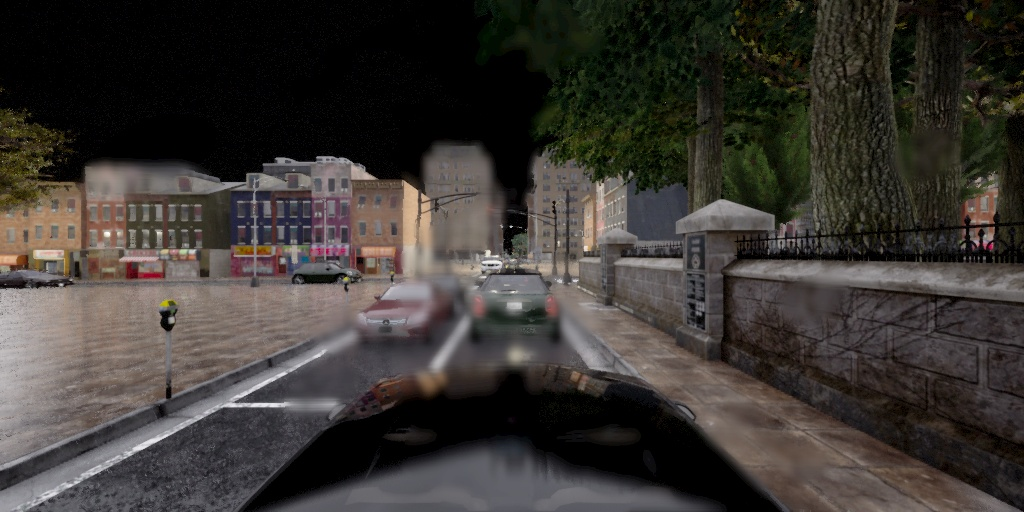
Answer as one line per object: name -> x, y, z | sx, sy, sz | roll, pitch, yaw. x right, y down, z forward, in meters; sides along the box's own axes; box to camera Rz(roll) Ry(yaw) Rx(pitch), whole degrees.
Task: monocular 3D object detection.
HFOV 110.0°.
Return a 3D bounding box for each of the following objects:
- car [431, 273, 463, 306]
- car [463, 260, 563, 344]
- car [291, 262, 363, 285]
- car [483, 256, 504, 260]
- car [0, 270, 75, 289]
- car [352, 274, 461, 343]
car -> -2.638, 1.315, 13.299 | 1.948, 1.339, 4.313 | 0, 0, 0
car -> 0.073, 1.101, 9.752 | 2.097, 1.767, 4.553 | 0, 0, 0
car -> -13.393, 1.232, 26.207 | 4.553, 1.767, 2.097 | -1, 0, 0
car -> -2.278, 0.965, 40.589 | 2.150, 2.045, 5.566 | 0, 0, 0
car -> -35.515, 1.741, 26.137 | 5.357, 1.411, 2.033 | -1, 0, 0
car -> -2.638, 1.331, 9.637 | 1.802, 1.307, 4.207 | 0, 0, 0
